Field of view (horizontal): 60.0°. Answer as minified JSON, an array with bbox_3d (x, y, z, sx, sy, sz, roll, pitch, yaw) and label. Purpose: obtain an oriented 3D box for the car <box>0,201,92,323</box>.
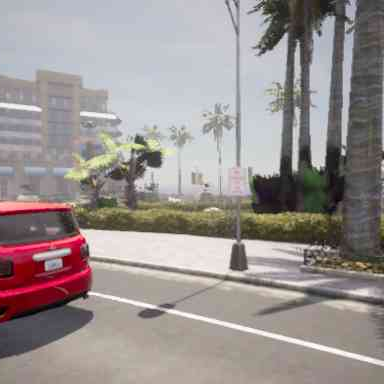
[{"bbox_3d":[-4.438,1.198,6.433,5.566,2.045,2.150,0,0,30],"label":"car"}]
